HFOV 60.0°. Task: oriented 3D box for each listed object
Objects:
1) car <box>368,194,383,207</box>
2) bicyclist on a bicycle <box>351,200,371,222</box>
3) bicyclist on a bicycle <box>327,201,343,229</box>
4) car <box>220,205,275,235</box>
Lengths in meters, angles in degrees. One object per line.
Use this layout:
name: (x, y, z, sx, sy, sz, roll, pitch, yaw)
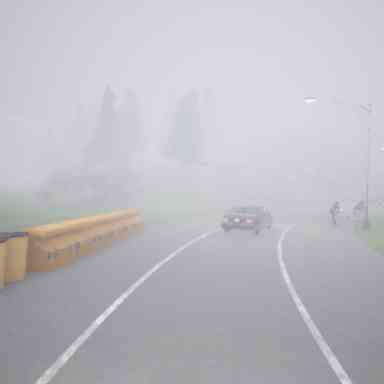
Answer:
car: (26.184, 1.096, 45.723, 4.553, 1.767, 2.097, -1, 2, -30)
bicyclist on a bicycle: (12.566, 1.411, 24.801, 0.582, 1.620, 1.656, 0, -1, -28)
bicyclist on a bicycle: (8.765, 1.402, 20.370, 1.656, 1.620, 0.582, 1, 1, -33)
car: (3.155, 1.397, 18.132, 2.033, 1.411, 5.357, 1, 1, 24)
